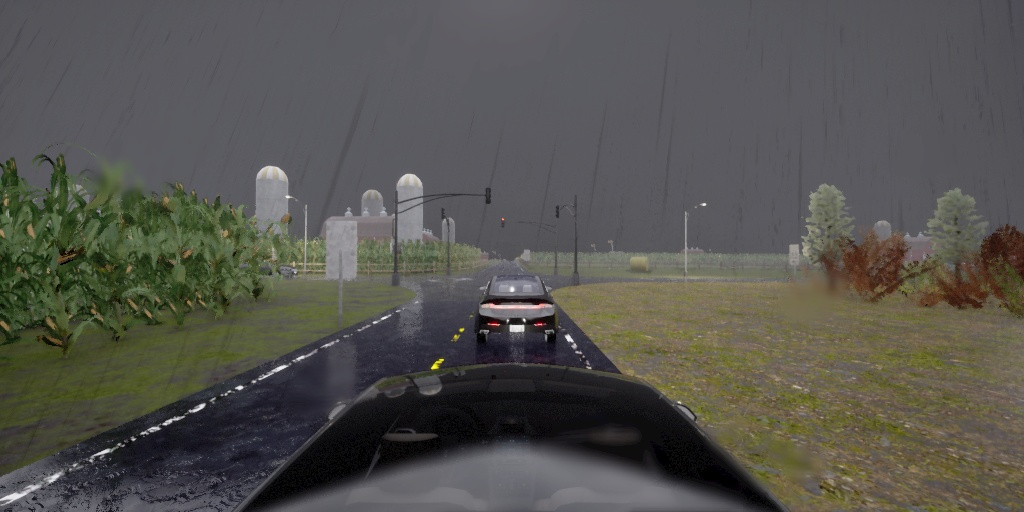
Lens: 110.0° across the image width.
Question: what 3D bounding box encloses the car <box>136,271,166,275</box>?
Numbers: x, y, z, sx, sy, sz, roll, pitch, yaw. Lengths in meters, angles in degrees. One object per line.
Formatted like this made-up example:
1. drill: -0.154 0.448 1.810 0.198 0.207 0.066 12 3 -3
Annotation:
1. car: -29.754 1.036 28.261 5.357 1.411 2.033 0 -1 -3

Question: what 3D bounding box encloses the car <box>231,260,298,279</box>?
1. car: -19.934 1.059 28.805 4.902 1.511 2.128 0 -1 -4

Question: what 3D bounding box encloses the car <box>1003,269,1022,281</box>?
1. car: 48.674 1.720 33.485 4.674 1.442 1.812 1 -1 -5

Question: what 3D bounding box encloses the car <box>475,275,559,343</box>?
1. car: 0.103 1.245 9.645 2.128 1.511 4.902 0 0 0
